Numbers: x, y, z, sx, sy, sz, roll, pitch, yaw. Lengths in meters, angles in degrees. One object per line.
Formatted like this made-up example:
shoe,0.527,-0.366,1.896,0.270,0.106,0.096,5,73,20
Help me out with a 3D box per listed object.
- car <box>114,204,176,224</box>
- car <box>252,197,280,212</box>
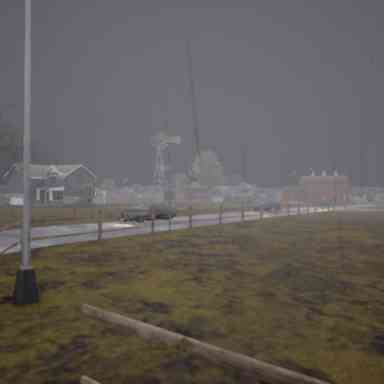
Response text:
car,-3.437,1.608,25.848,2.033,1.411,5.357,1,0,35
car,10.167,1.651,45.117,2.150,2.045,5.566,1,-1,36
